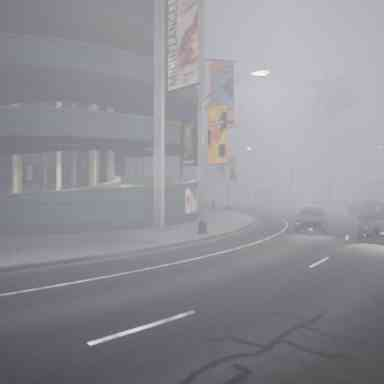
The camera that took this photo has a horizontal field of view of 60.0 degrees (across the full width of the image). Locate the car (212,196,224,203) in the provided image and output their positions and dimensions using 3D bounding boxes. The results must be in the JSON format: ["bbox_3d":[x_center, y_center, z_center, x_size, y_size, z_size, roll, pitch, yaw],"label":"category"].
[{"bbox_3d":[5.527,1.779,77.514,2.231,1.521,4.892,0,0,-29],"label":"car"}]

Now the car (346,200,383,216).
[{"bbox_3d":[16.572,1.514,31.742,2.097,1.767,4.553,0,0,3],"label":"car"}]

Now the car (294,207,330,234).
[{"bbox_3d":[7.380,1.642,20.428,2.033,1.411,5.357,0,0,22],"label":"car"}]

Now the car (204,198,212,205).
[{"bbox_3d":[1.305,1.588,64.194,2.097,1.767,4.553,0,0,-28],"label":"car"}]

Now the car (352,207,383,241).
[{"bbox_3d":[9.264,1.649,16.520,1.994,1.385,4.181,0,0,25],"label":"car"}]
